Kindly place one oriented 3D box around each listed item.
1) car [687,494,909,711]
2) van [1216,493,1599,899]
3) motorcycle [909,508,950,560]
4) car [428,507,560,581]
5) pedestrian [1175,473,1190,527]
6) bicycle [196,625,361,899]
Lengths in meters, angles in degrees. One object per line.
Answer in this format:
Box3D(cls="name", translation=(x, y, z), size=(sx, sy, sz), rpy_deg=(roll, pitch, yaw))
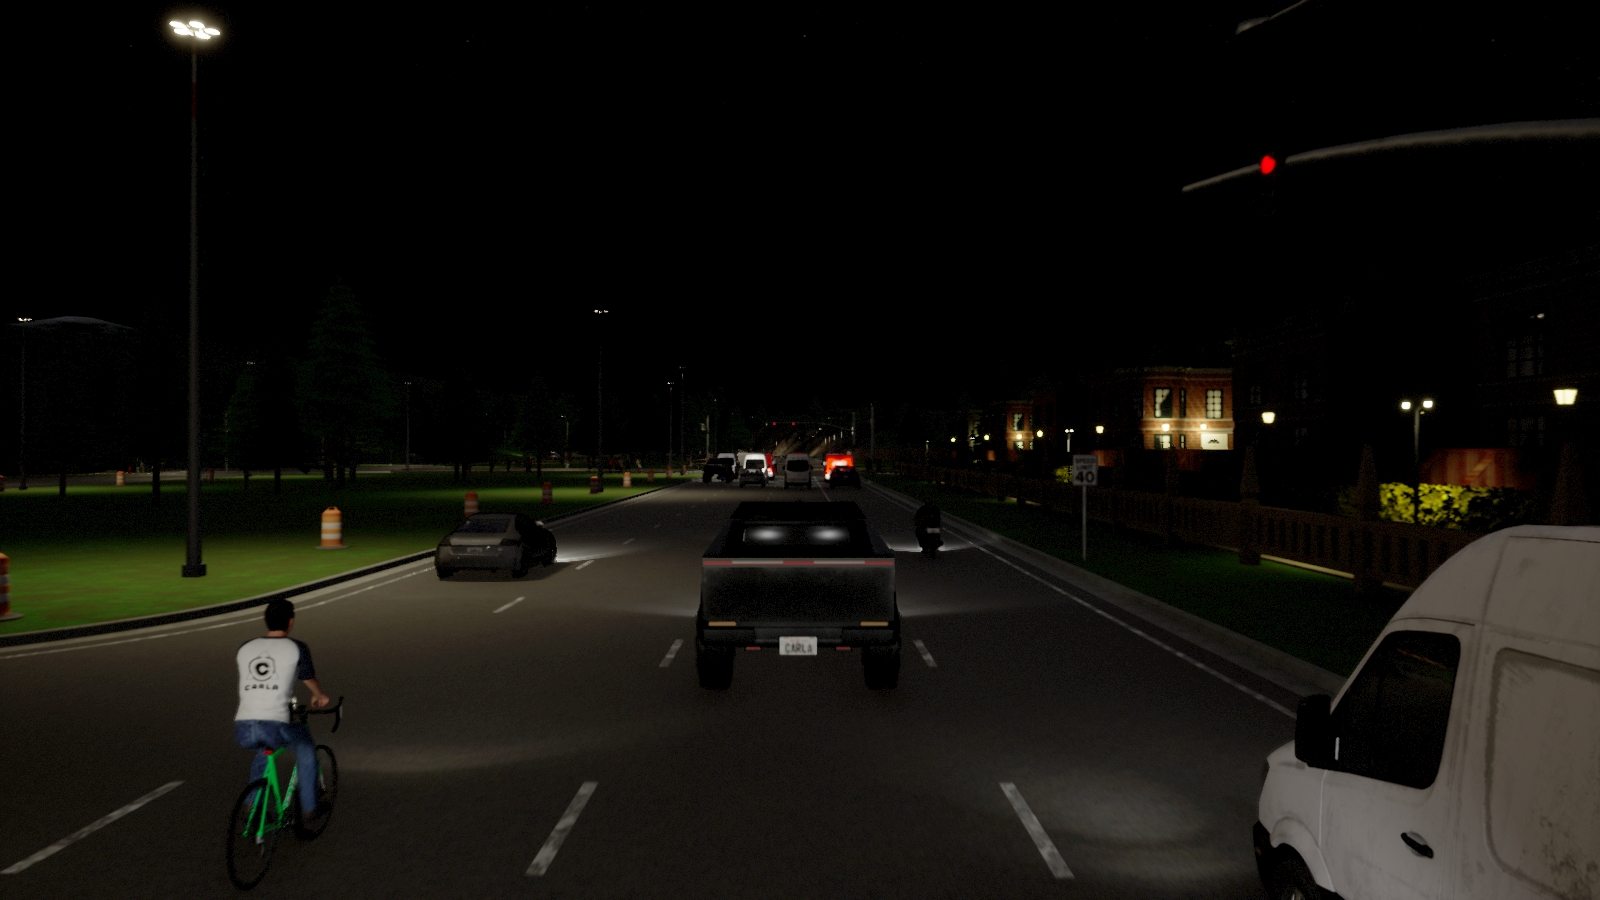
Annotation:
Box3D(cls="car", translation=(-0.023, 1.764, 15.428), size=(2.390, 2.098, 6.274), rpy_deg=(0, 0, 0))
Box3D(cls="van", translation=(3.492, 1.538, 3.895), size=(1.988, 2.561, 5.915), rpy_deg=(0, 0, 0))
Box3D(cls="motorcycle", translation=(3.451, 2.224, 30.643), size=(0.867, 1.251, 2.209), rpy_deg=(0, 0, 0))
Box3D(cls="car", translation=(-7.043, 2.136, 26.746), size=(1.994, 1.385, 4.181), rpy_deg=(0, 0, 0))
Box3D(cls="pedestrian", translation=(13.279, 1.726, 39.635), size=(0.375, 1.860, 0.375), rpy_deg=(0, 0, -3))
Box3D(cls="bicycle", translation=(-3.509, 2.062, 7.815), size=(0.373, 1.496, 1.643), rpy_deg=(0, 0, 0))
